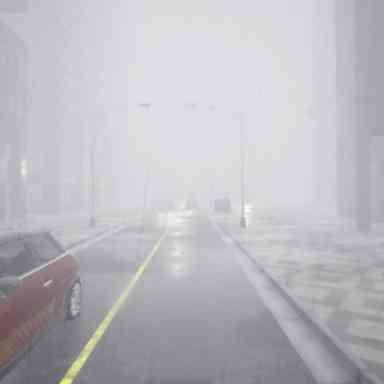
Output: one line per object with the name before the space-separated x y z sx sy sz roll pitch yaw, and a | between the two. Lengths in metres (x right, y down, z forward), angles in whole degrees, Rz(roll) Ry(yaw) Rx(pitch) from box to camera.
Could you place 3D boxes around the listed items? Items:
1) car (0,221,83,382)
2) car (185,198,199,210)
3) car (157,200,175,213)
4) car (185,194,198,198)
car | -3.082 1.375 4.276 2.097 1.767 4.553 0 0 0
car | 0.031 1.853 46.124 1.895 1.301 4.718 0 0 1
car | -3.070 1.700 40.437 2.128 1.511 4.902 0 0 0
car | 0.017 1.437 68.285 2.150 2.045 5.566 0 0 0
